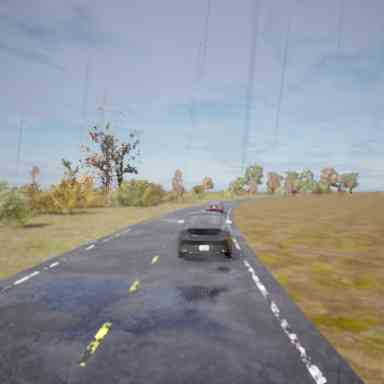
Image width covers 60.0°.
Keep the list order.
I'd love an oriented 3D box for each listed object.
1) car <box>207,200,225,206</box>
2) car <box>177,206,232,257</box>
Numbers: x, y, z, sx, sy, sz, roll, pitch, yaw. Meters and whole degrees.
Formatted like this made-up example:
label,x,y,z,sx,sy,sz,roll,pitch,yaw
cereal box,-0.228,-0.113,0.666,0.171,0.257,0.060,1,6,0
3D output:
label,x,y,z,sx,sy,sz,roll,pitch,yaw
car,2.504,1.556,35.528,2.033,1.411,5.357,0,0,7
car,0.500,1.511,12.898,1.837,1.490,4.892,0,0,3
